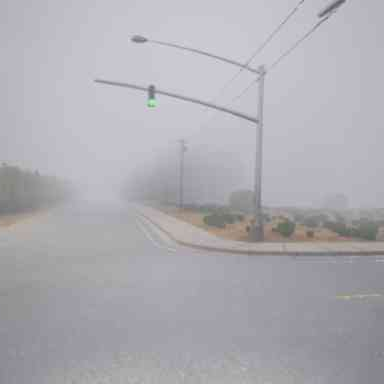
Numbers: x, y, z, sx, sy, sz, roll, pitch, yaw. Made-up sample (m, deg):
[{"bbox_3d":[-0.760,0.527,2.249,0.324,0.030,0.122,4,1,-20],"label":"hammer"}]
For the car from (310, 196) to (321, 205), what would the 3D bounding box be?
[{"bbox_3d":[29.192,1.945,78.609,1.905,1.878,3.866,8,5,32],"label":"car"}]
